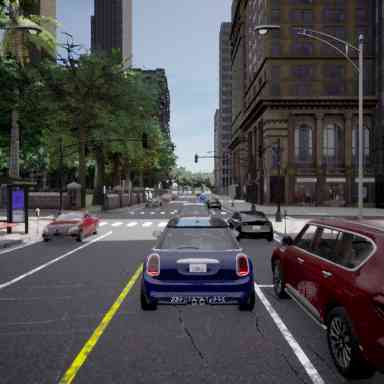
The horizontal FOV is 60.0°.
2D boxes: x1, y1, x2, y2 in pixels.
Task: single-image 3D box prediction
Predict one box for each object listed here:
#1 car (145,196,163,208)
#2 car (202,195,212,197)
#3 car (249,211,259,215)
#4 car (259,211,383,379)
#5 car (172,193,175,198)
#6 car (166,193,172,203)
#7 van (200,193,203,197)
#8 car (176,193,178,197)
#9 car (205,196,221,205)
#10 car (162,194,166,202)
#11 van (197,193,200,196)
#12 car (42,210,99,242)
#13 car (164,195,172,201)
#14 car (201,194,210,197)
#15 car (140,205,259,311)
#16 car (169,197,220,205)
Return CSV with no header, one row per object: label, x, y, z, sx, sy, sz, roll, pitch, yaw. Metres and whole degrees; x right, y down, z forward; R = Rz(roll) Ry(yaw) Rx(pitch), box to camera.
car,-5.761,1.529,48.168,2.008,1.369,4.403,0,0,0
car,2.765,1.544,48.147,1.947,1.339,4.313,0,0,0
car,2.761,1.562,16.290,1.947,1.339,4.313,0,0,0
car,2.759,1.314,5.439,2.192,1.841,5.009,0,0,0
car,-5.758,1.264,75.269,2.192,1.841,5.009,0,0,0
car,-5.758,1.397,69.849,1.967,1.590,4.097,0,0,0
van,2.765,1.310,58.987,1.690,1.788,3.998,0,0,0
car,-5.756,1.240,91.530,2.192,1.841,5.009,0,0,0
car,2.764,1.548,42.726,1.947,1.339,4.313,0,0,0
car,-5.760,1.414,53.587,1.967,1.590,4.097,0,0,0
van,2.768,1.283,80.669,1.690,1.788,3.998,0,0,0
car,-5.764,1.578,16.308,1.802,1.307,4.206,0,0,0
car,-5.757,1.467,80.520,1.752,1.417,4.829,0,0,0
car,2.765,1.499,53.737,1.752,1.417,4.829,0,0,0
car,0.104,1.351,7.939,2.097,1.767,4.553,0,0,0
car,0.103,1.348,17.473,2.097,1.767,4.553,0,0,0
